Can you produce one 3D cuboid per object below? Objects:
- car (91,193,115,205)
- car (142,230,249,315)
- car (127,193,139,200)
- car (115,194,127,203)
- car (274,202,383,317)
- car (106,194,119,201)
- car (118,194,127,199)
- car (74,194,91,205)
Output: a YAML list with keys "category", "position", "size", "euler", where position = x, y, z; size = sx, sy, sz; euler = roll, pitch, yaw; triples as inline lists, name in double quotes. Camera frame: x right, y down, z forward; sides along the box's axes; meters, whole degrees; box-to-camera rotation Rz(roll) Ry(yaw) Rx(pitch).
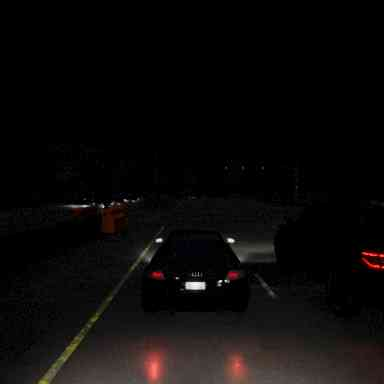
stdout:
- category: "car"
  position: [-14.346, 1.338, 53.987]
  size: [1.837, 1.490, 4.892]
  euler: [0, 0, 0]
- category: "car"
  position: [0.067, 1.563, 7.668]
  size: [1.994, 1.385, 4.181]
  euler: [0, 0, 0]
- category: "car"
  position: [-14.409, 1.077, 79.011]
  size: [2.097, 1.767, 4.553]
  euler: [0, 0, 0]
- category: "car"
  position: [-14.358, 1.313, 64.248]
  size: [1.812, 1.442, 4.674]
  euler: [0, 0, 0]
- category: "car"
  position: [3.589, 1.221, 7.598]
  size: [2.150, 2.045, 5.566]
  euler: [0, 0, -2]
- category: "car"
  position: [-17.886, 1.264, 74.967]
  size: [1.812, 1.442, 4.674]
  euler: [0, 0, 0]
- category: "car"
  position: [-18.463, 1.274, 88.551]
  size: [1.895, 1.301, 4.718]
  euler: [0, 0, -7]
- category: "car"
  position: [-17.852, 1.180, 54.946]
  size: [2.097, 1.767, 4.553]
  euler: [0, 0, 0]
